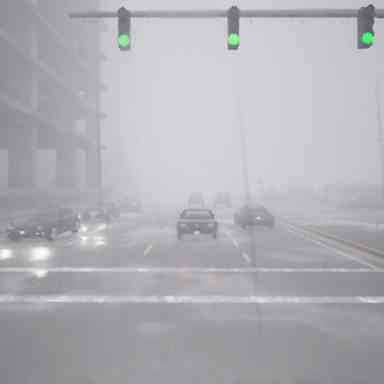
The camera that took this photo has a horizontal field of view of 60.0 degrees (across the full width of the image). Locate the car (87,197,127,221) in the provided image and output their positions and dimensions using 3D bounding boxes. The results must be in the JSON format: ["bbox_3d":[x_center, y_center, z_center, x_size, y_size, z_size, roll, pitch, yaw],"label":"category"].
[{"bbox_3d":[-6.801,1.370,25.467,2.128,1.511,4.902,0,0,1],"label":"car"}]

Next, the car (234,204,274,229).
[{"bbox_3d":[3.820,1.461,20.940,1.994,1.385,4.181,0,0,1],"label":"car"}]

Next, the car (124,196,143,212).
[{"bbox_3d":[-6.596,1.194,35.228,2.097,1.767,4.553,0,0,1],"label":"car"}]

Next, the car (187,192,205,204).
[{"bbox_3d":[0.562,1.031,44.634,2.150,2.045,5.566,0,0,1],"label":"car"}]

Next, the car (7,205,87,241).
[{"bbox_3d":[-6.943,1.418,16.115,1.837,1.490,4.892,0,0,1],"label":"car"}]

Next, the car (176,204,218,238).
[{"bbox_3d":[0.263,1.512,17.064,1.895,1.301,4.718,0,0,1],"label":"car"}]

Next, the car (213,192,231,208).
[{"bbox_3d":[4.074,1.031,45.155,2.150,2.045,5.566,0,0,1],"label":"car"}]
